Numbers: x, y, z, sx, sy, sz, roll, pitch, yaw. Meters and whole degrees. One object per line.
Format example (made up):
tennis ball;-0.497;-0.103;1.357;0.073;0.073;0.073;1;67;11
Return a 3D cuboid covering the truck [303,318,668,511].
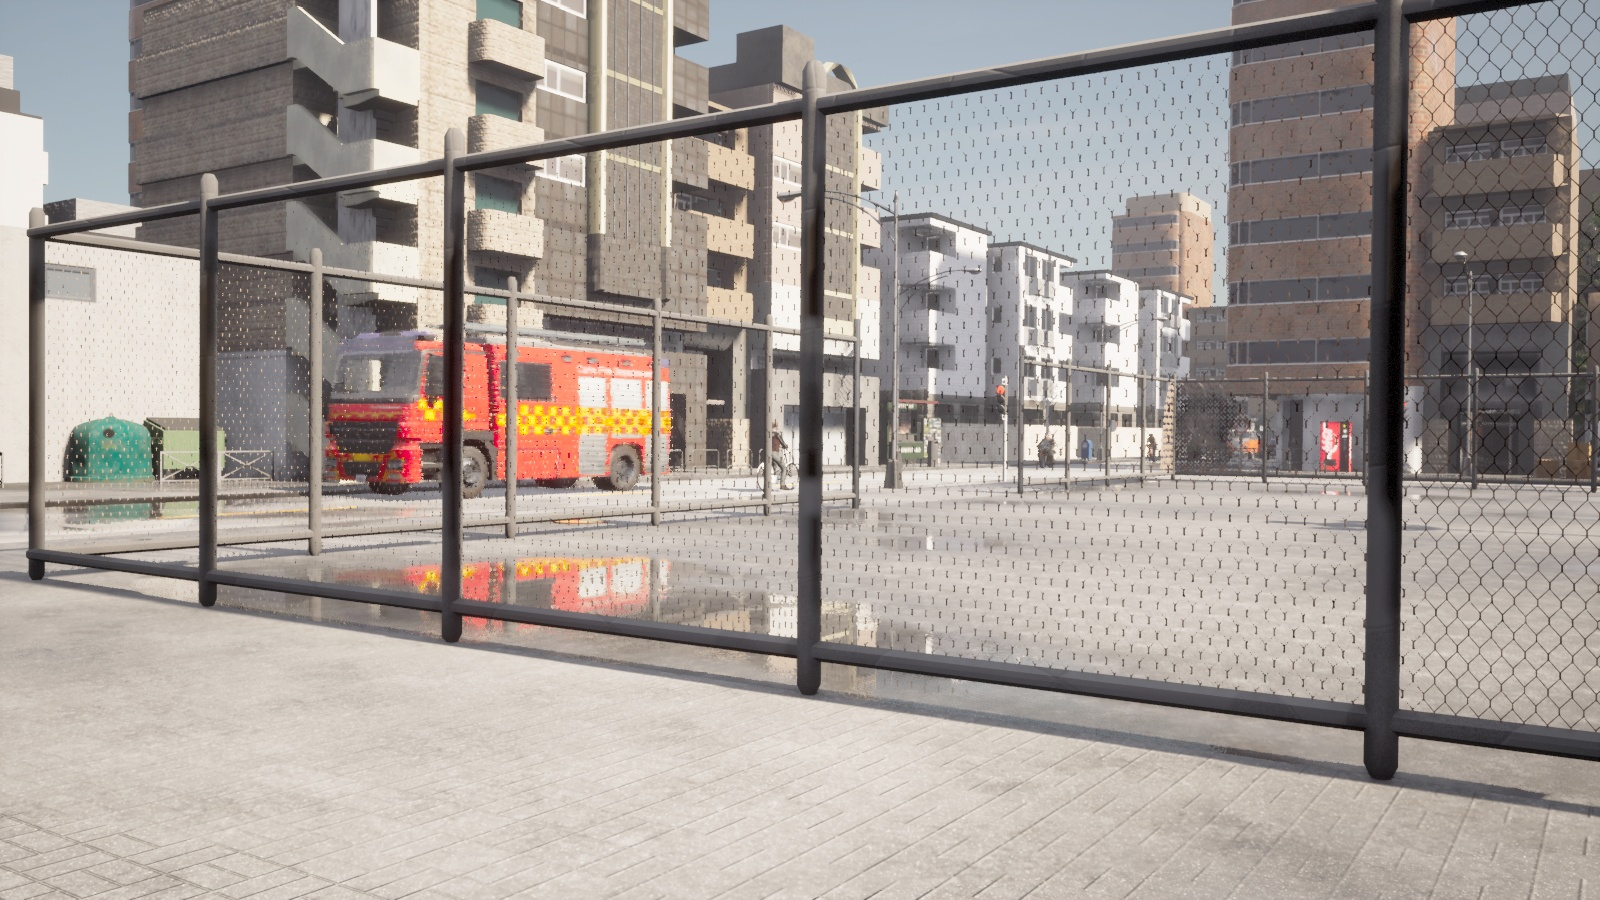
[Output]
truck;-6.923;-0.770;29.225;2.891;3.827;8.468;0;1;33

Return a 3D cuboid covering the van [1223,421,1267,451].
van;30.165;-0.949;85.075;1.775;1.987;4.442;0;1;34

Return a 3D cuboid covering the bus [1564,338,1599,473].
bus;29.739;-1.445;38.840;10.273;4.253;3.944;0;1;34

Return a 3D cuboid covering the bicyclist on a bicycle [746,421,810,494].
bicyclist on a bicycle;-0.528;0.175;31.639;0.659;1.776;1.843;0;1;34

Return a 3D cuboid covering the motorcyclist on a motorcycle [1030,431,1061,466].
motorcyclist on a motorcycle;10.828;-0.086;55.267;0.866;1.530;2.191;1;1;23
